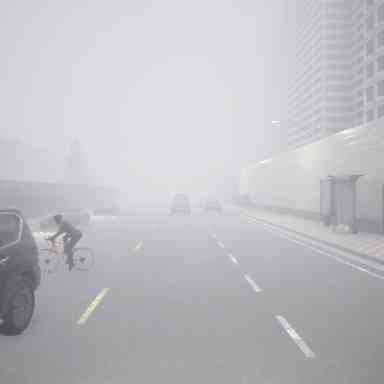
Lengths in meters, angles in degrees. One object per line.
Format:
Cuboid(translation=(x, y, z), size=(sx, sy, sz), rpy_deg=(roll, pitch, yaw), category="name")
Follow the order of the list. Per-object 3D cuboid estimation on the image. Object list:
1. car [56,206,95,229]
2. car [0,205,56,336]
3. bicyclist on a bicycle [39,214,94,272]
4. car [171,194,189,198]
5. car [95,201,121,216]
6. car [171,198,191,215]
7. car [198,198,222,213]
Cuboid(translation=(-7.807, 1.563, 20.820), size=(1.994, 1.385, 4.181), rpy_deg=(0, 0, -2), category="car")
Cuboid(translation=(-3.693, 1.220, 3.733), size=(2.150, 2.045, 5.566), rpy_deg=(0, 0, -2), category="car")
Cuboid(translation=(-3.577, 1.454, 9.325), size=(1.656, 1.620, 0.582), rpy_deg=(-2, 0, -2), category="bicyclist on a bicycle")
Cuboid(translation=(-1.515, 1.221, 44.024), size=(2.150, 2.045, 5.566), rpy_deg=(0, 0, -4), category="car")
Cuboid(translation=(-8.248, 1.564, 32.657), size=(1.994, 1.385, 4.181), rpy_deg=(0, 0, -2), category="car")
Cuboid(translation=(-1.148, 1.564, 33.985), size=(1.994, 1.385, 4.181), rpy_deg=(0, 0, -2), category="car")
Cuboid(translation=(2.221, 1.491, 37.716), size=(2.128, 1.511, 4.902), rpy_deg=(0, 0, -2), category="car")
